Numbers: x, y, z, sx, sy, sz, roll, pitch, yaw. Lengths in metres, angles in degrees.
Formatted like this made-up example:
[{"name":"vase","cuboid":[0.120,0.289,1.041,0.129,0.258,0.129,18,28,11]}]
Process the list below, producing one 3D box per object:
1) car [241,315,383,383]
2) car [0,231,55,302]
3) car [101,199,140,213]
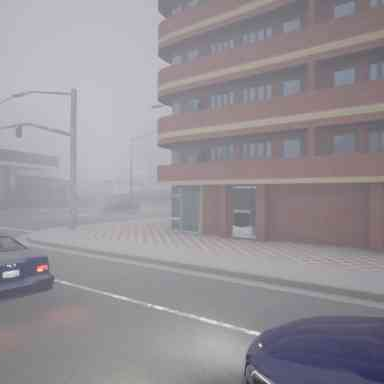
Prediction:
[{"name":"car","cuboid":[2.581,1.536,2.152,4.674,1.442,1.812,0,0,35]},{"name":"car","cuboid":[-5.269,1.545,7.650,5.357,1.411,2.033,0,0,38]},{"name":"car","cuboid":[-7.926,1.514,37.388,2.128,1.511,4.902,0,0,34]}]
